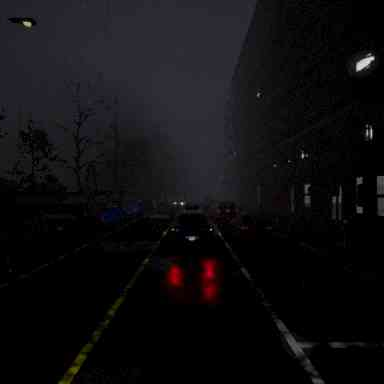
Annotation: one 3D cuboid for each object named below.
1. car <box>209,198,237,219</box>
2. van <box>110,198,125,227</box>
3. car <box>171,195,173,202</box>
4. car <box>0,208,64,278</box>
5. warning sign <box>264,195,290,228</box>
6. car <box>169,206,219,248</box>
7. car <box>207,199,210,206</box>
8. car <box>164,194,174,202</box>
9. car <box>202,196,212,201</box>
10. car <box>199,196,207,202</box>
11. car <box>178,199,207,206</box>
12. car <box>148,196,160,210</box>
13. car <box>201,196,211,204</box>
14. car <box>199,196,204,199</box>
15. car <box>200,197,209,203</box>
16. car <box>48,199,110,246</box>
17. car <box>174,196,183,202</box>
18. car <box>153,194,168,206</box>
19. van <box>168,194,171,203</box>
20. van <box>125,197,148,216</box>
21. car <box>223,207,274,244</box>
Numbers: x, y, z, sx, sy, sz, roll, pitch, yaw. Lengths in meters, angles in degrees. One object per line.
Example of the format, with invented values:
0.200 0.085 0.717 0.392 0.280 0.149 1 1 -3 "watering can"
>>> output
2.690 1.474 26.842 1.967 1.590 4.097 0 0 0 "car"
-5.690 1.366 21.211 1.690 1.788 3.998 0 0 0 "van"
-5.691 1.702 71.883 1.802 1.307 4.206 0 0 0 "car"
-5.689 1.449 9.949 1.967 1.590 4.097 0 0 0 "car"
5.068 1.139 19.905 1.300 1.860 1.060 0 0 0 "warning sign"
-0.001 1.550 14.651 1.812 1.442 4.674 0 0 0 "car"
2.690 1.624 32.472 1.802 1.307 4.206 0 0 0 "car"
-5.691 1.465 83.147 2.192 1.841 5.009 0 0 0 "car"
2.689 1.625 43.733 1.947 1.339 4.313 0 0 0 "car"
2.689 1.716 83.146 1.947 1.339 4.313 0 0 0 "car"
0.000 1.611 29.651 1.994 1.385 4.181 0 0 0 "car"
-5.691 1.625 43.733 1.947 1.339 4.313 0 0 0 "car"
2.690 1.632 66.423 1.752 1.417 4.829 0 0 0 "car"
2.689 1.521 54.993 1.967 1.590 4.097 0 0 0 "car"
2.689 1.702 71.884 1.802 1.307 4.206 0 0 0 "car"
-5.691 1.332 15.581 2.192 1.841 5.009 0 0 0 "car"
-3.000 1.571 76.013 1.882 1.535 5.008 0 0 0 "car"
-5.690 1.396 54.993 2.192 1.841 5.009 0 0 0 "car"
-5.691 1.447 66.253 1.690 1.788 3.998 0 0 0 "van"
-5.691 1.383 32.472 1.690 1.788 3.998 0 0 0 "van"
2.690 1.599 15.580 1.802 1.307 4.206 0 0 0 "car"
